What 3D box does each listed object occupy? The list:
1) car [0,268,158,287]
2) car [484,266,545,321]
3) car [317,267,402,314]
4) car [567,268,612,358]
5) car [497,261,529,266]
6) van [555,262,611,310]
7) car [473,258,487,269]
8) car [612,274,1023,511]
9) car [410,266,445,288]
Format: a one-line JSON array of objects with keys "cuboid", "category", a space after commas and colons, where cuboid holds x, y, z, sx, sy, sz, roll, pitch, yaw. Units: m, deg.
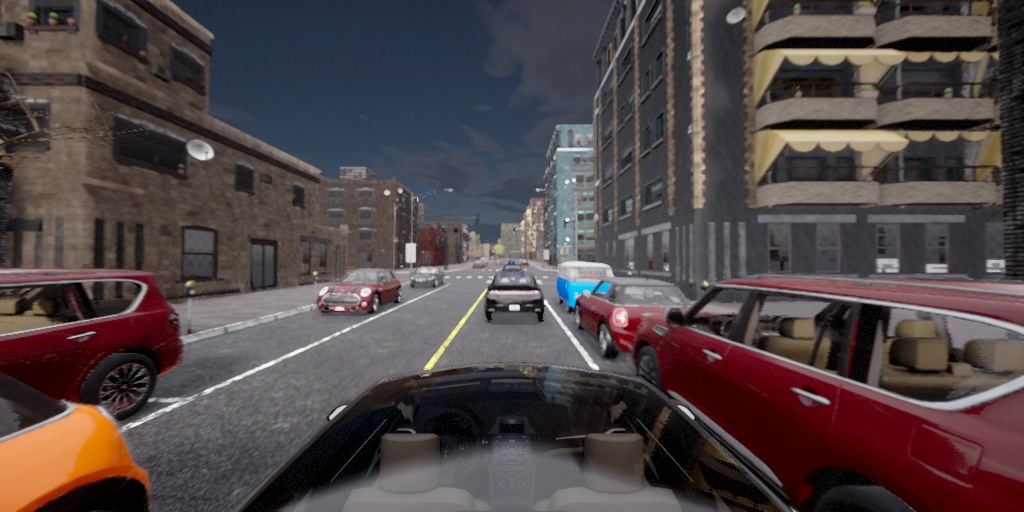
[{"cuboid": [-5.692, 1.068, 3.049, 2.192, 1.841, 5.009, 0, 0, 0], "category": "car"}, {"cuboid": [0.077, 1.269, 12.619, 2.128, 1.511, 4.902, 0, 0, 0], "category": "car"}, {"cuboid": [-5.712, 1.221, 13.864, 1.967, 1.591, 4.097, 0, 0, 0], "category": "car"}, {"cuboid": [2.679, 1.208, 8.465, 1.967, 1.591, 4.097, 0, 0, 0], "category": "car"}, {"cuboid": [0.054, 1.321, 27.008, 1.837, 1.490, 4.892, 0, 0, 0], "category": "car"}, {"cuboid": [2.669, 1.123, 13.872, 1.690, 1.789, 3.998, 0, 0, 0], "category": "van"}, {"cuboid": [-5.878, 1.451, 62.633, 1.888, 1.381, 4.507, 0, 0, 0], "category": "car"}, {"cuboid": [2.689, 1.068, 3.057, 2.192, 1.841, 5.009, 0, 0, 0], "category": "car"}, {"cuboid": [-5.733, 1.360, 24.678, 2.007, 1.370, 4.403, 0, 0, 0], "category": "car"}]
